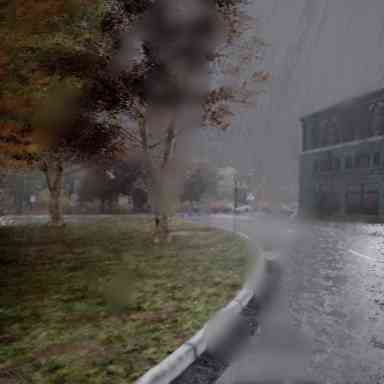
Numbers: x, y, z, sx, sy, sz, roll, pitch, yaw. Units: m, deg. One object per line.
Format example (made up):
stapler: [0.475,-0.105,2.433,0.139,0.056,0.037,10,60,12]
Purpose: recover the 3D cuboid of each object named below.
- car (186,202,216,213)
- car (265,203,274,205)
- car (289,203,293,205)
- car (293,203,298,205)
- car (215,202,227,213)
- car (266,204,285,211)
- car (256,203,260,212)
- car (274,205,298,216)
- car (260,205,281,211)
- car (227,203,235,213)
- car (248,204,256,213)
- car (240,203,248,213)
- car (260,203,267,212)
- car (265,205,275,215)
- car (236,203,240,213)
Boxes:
car: [1.266,3.048,60.293,4.892,1.521,2.231,1,-2,17]
car: [15.938,3.649,78.990,5.566,2.045,2.435,0,-1,19]
car: [23.365,4.120,88.202,5.366,1.575,1.946,0,-1,20]
car: [25.460,4.173,90.405,5.008,1.535,2.097,0,-1,20]
car: [3.045,2.919,62.669,5.566,2.045,2.435,1,-2,17]
car: [21.609,3.948,85.879,4.553,1.767,2.185,0,-1,20]
car: [12.261,3.612,74.344,4.553,1.767,2.185,0,-1,18]
car: [17.301,3.596,60.750,1.837,1.490,4.892,1,-2,38]
car: [19.739,4.023,83.573,5.008,1.535,2.097,0,-1,19]
car: [4.916,3.043,65.013,5.566,2.045,2.435,1,-2,18]
car: [10.410,3.390,72.028,5.566,2.045,2.435,0,-2,18]
car: [8.352,3.529,69.740,5.366,1.575,1.946,1,-2,18]
car: [14.062,3.854,76.674,4.792,1.488,2.163,0,-1,19]
car: [16.479,3.754,64.262,1.895,1.301,4.718,1,-2,38]
car: [6.676,3.291,67.367,4.553,1.767,2.185,1,-2,18]
